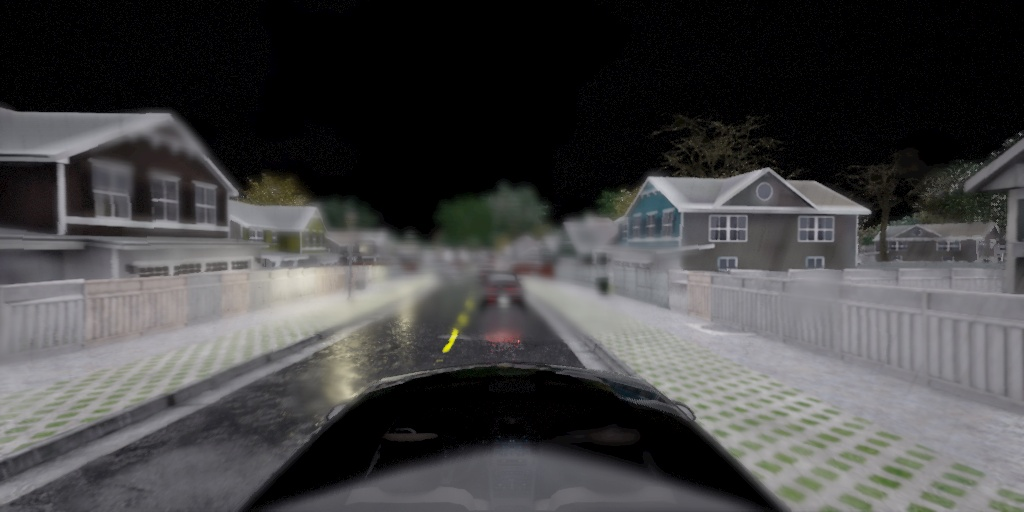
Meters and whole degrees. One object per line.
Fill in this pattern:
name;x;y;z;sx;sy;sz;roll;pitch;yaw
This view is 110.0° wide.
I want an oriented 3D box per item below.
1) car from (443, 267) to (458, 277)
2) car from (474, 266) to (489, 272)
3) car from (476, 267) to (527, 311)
car;-8.221;2.061;47.922;1.895;1.301;4.718;0;-1;-13
car;-2.061;1.624;30.530;1.837;1.490;4.892;0;0;-8
car;-0.452;1.405;15.475;1.837;1.490;4.892;0;0;-4
